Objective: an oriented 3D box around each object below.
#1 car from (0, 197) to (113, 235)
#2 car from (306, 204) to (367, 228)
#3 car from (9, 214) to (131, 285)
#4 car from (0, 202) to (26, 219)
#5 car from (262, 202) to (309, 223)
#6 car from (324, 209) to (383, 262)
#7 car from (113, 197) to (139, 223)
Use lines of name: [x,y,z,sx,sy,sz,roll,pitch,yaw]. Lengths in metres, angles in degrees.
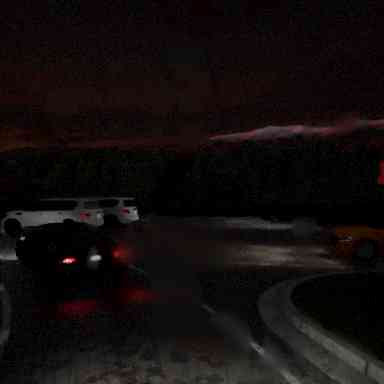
car: [-7.544,1.340,18.218,5.566,2.045,2.150,0,0,13]
car: [10.082,1.642,21.443,4.718,1.301,1.895,0,0,13]
car: [-3.755,1.610,9.792,2.033,1.411,5.357,0,0,-37]
car: [-18.538,1.711,31.439,5.008,1.535,1.882,0,0,13]
car: [7.911,1.547,25.516,5.008,1.535,1.882,0,0,13]
car: [7.386,1.489,11.285,5.008,1.535,1.882,0,0,13]
car: [-6.185,1.348,21.501,5.566,2.045,2.150,0,0,13]
